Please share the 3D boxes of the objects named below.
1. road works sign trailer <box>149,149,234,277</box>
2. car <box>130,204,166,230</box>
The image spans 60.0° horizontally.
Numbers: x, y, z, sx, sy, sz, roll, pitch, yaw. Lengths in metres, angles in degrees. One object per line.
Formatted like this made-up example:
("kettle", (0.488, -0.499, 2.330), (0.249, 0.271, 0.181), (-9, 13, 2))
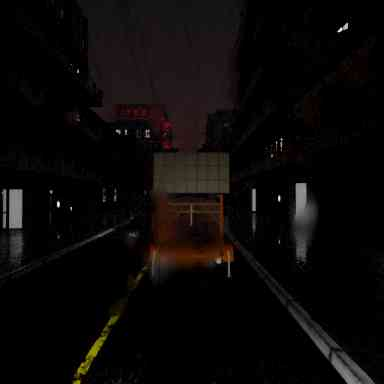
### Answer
("road works sign trailer", (-0.016, 0.477, 10.240), (2.380, 3.560, 2.880), (0, 0, 0))
("car", (-2.785, 1.524, 21.763), (1.882, 1.535, 5.008), (0, 0, 0))
